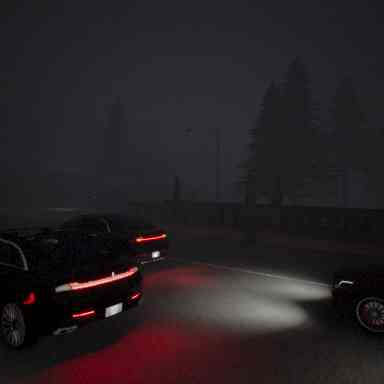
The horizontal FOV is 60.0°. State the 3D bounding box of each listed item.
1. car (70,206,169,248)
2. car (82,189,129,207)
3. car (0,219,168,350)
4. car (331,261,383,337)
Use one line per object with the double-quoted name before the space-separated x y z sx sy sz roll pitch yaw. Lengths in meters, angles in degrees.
"car" -2.925 1.386 10.348 4.892 1.490 1.837 1 1 36
"car" -9.589 0.689 37.450 2.150 2.045 5.566 1 1 38
"car" -3.069 1.413 6.140 4.902 1.511 2.128 1 1 36
"car" 4.614 1.525 4.994 4.674 1.442 1.812 0 0 36
